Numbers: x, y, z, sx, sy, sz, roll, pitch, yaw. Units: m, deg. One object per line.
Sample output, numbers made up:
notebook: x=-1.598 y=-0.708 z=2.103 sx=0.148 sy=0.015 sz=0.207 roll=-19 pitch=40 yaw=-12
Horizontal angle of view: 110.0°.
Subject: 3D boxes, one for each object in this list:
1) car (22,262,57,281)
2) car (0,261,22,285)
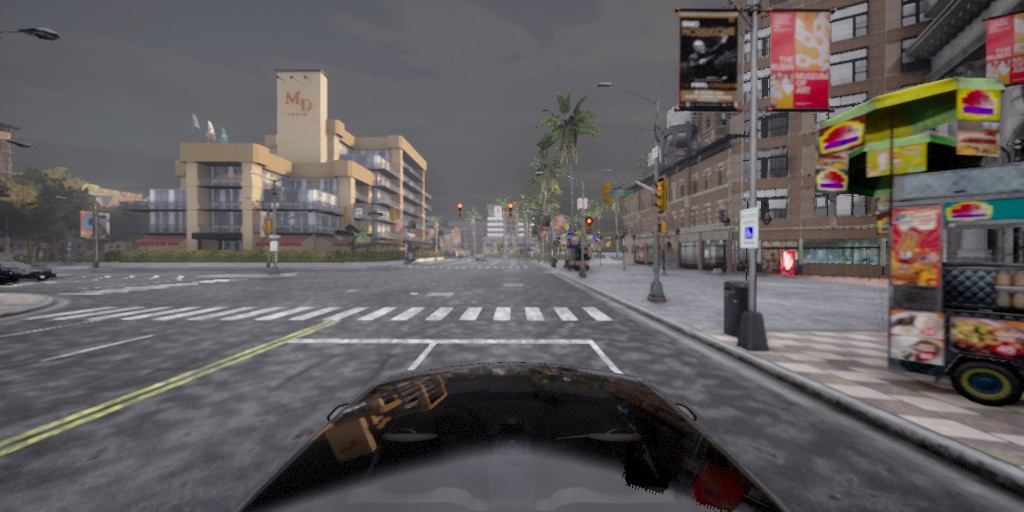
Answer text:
car: x=-34.872 y=1.050 z=24.594 sx=5.357 sy=1.411 sz=2.033 roll=0 pitch=1 yaw=0
car: x=-32.652 y=1.140 z=21.100 sx=4.718 sy=1.301 sz=1.895 roll=0 pitch=1 yaw=0
